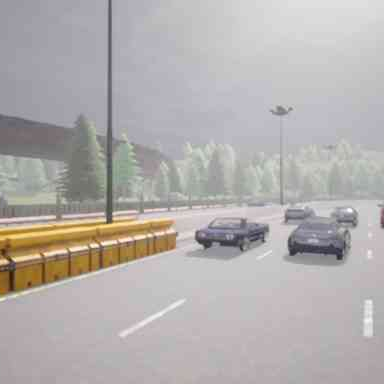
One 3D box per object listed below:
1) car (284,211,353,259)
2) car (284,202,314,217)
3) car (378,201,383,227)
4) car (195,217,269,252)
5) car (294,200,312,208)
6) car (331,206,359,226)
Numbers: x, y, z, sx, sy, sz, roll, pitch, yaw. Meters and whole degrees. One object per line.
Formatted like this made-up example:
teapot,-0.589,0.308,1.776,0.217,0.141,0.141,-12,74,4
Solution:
car,5.220,1.705,13.484,1.994,1.385,4.181,0,-1,28
car,9.204,1.789,28.340,2.128,1.511,4.902,0,-1,29
car,14.919,1.470,24.214,2.150,2.045,5.566,0,0,28
car,1.999,1.761,14.893,1.895,1.301,4.718,0,-1,29
car,20.688,2.207,61.973,1.994,1.385,4.181,-1,-1,37
car,11.808,1.814,25.815,2.033,1.411,5.357,0,-1,28
